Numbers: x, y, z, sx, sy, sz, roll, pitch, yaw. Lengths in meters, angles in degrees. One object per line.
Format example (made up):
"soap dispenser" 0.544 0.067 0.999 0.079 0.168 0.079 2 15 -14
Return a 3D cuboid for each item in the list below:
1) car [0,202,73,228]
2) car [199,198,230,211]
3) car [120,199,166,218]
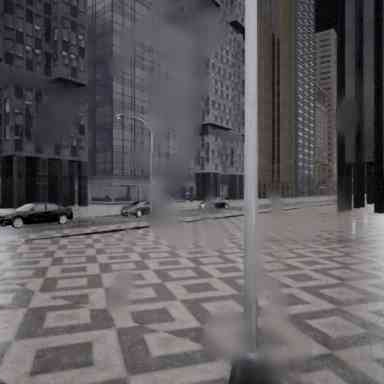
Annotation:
"car" -10.422 1.458 22.185 1.882 1.535 5.008 0 0 36
"car" 2.716 1.441 40.151 2.128 1.511 4.902 0 0 37
"car" -4.407 1.471 30.427 1.837 1.490 4.892 0 0 36
